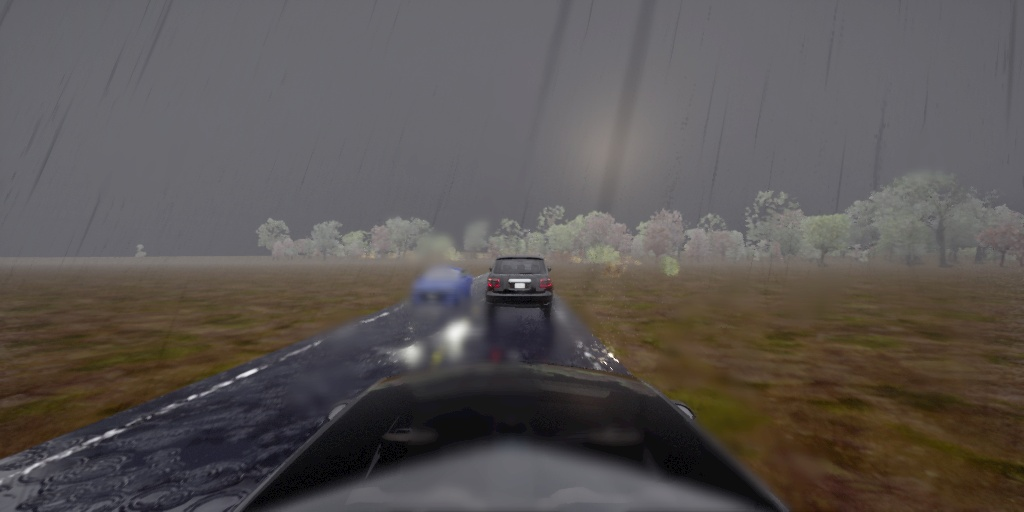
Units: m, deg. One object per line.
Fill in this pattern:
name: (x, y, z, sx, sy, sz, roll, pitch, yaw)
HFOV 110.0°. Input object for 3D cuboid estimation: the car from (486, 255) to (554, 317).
car: (0.307, 0.971, 13.273, 2.150, 2.045, 5.566, 0, 0, 2)

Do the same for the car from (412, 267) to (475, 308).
car: (-2.807, 1.224, 15.489, 1.882, 1.535, 5.008, 0, 0, 2)
